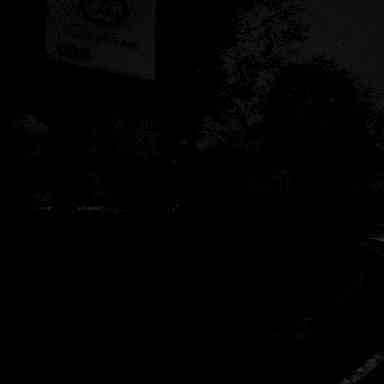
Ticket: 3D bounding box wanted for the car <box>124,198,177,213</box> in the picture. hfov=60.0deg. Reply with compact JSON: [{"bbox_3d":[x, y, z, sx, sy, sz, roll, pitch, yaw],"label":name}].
[{"bbox_3d":[-3.860,1.217,30.926,4.718,1.301,1.895,1,1,14],"label":"car"}]
